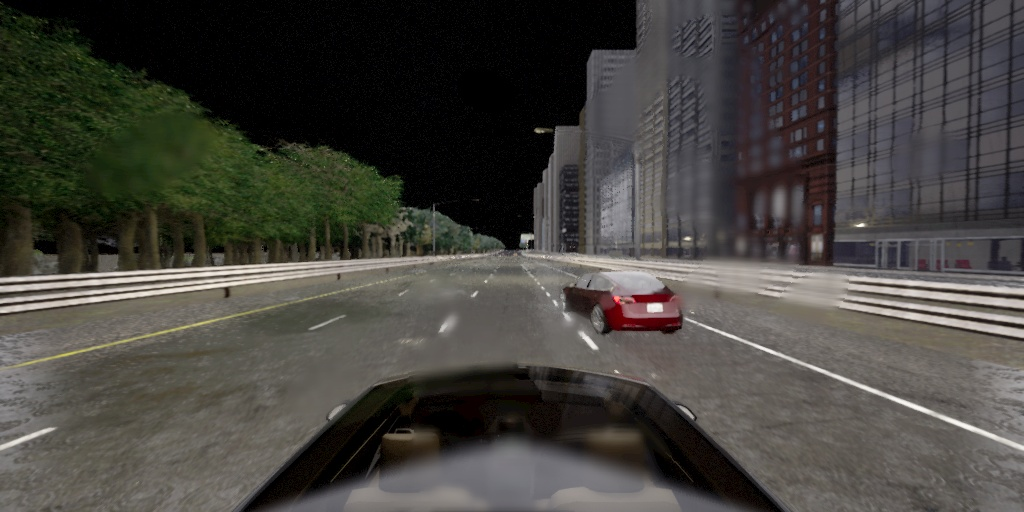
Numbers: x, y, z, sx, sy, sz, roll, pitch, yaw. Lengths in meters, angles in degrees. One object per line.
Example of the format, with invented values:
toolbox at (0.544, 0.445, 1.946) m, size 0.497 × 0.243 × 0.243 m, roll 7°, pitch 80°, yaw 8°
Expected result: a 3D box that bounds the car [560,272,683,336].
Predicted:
car at (2.835, 1.159, 10.224) m, size 2.163 × 1.488 × 4.792 m, roll 0°, pitch 1°, yaw -8°
